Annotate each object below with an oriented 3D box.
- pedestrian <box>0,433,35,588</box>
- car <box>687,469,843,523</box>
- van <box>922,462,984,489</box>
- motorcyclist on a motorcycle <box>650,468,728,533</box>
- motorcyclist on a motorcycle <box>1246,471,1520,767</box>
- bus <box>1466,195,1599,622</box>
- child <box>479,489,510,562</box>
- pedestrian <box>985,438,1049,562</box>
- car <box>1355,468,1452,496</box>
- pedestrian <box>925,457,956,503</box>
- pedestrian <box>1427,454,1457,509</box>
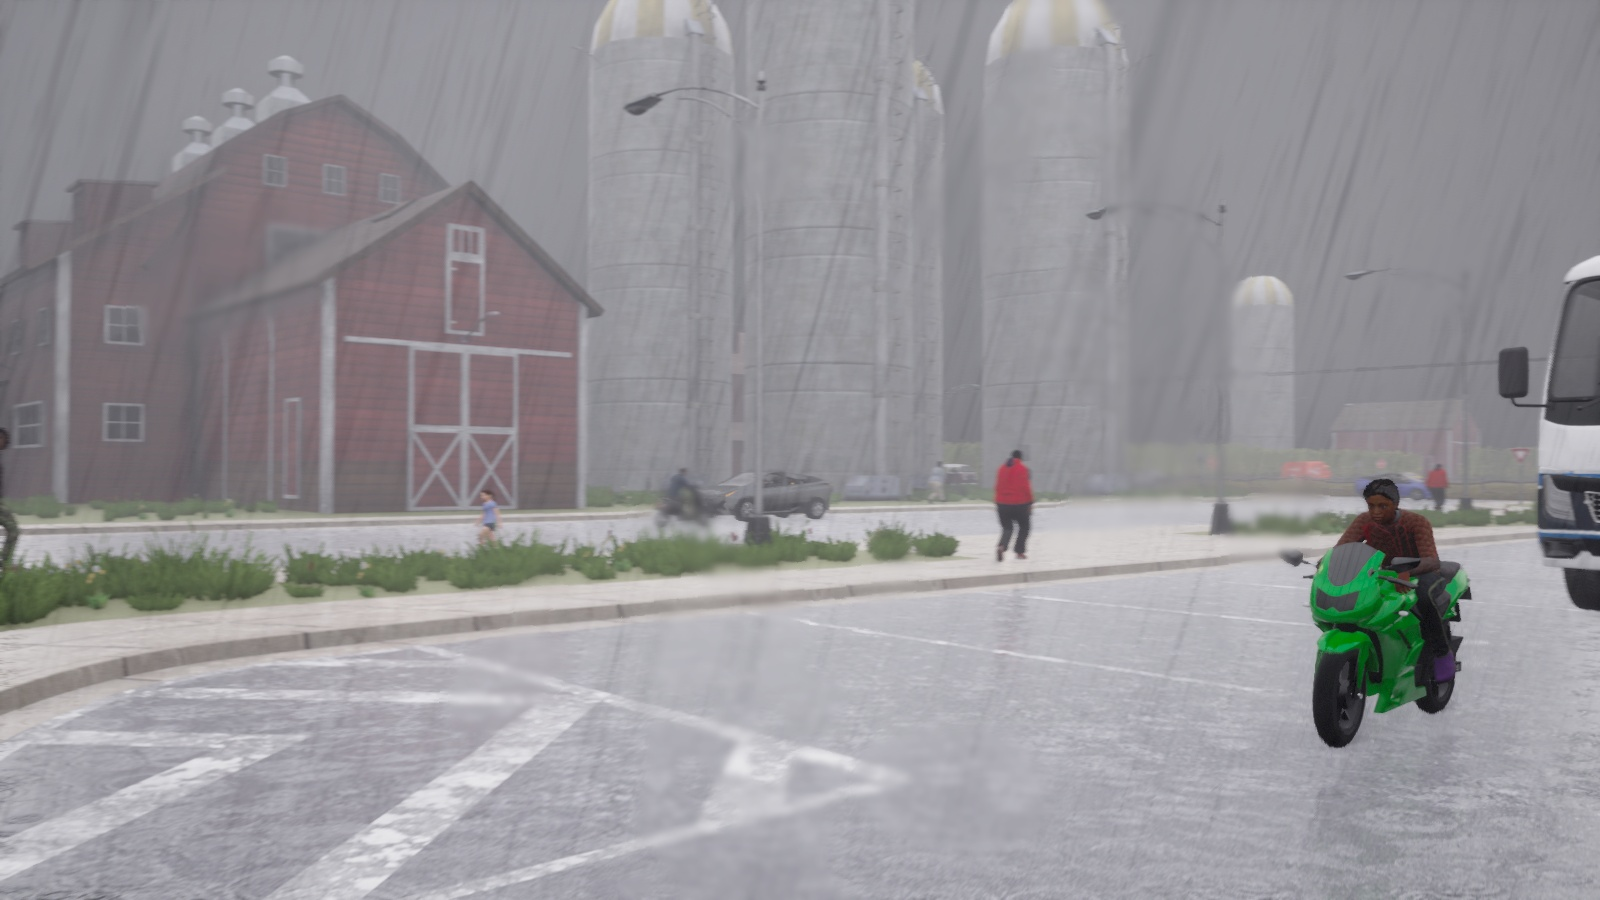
[{"bbox_3d":[-9.610,0.718,15.033,0.703,1.840,0.431,1,-1,-41],"label":"pedestrian"},{"bbox_3d":[-1.030,1.346,38.192,4.514,1.525,2.007,1,-1,-42],"label":"car"},{"bbox_3d":[11.730,1.992,96.574,2.069,2.038,4.480,0,-1,-42],"label":"van"},{"bbox_3d":[-2.817,1.260,31.903,1.817,1.590,0.866,1,-1,-42],"label":"motorcyclist on a motorcycle"},{"bbox_3d":[3.559,0.902,7.573,2.044,1.523,0.797,0,0,-44],"label":"motorcyclist on a motorcycle"},{"bbox_3d":[12.269,-0.355,15.372,10.273,4.253,3.944,1,-1,-42],"label":"bus"},{"bbox_3d":[-4.685,1.152,19.275,0.394,1.110,0.255,1,-1,-37],"label":"child"},{"bbox_3d":[3.345,0.757,19.358,0.634,1.844,0.899,-1,-1,36],"label":"pedestrian"},{"bbox_3d":[34.006,1.771,70.858,2.007,1.525,4.514,1,-1,-41],"label":"car"},{"bbox_3d":[5.753,1.238,51.353,0.900,1.855,0.874,0,-1,-30],"label":"pedestrian"},{"bbox_3d":[21.896,1.077,42.838,0.899,1.844,0.634,1,-1,-43],"label":"pedestrian"}]
